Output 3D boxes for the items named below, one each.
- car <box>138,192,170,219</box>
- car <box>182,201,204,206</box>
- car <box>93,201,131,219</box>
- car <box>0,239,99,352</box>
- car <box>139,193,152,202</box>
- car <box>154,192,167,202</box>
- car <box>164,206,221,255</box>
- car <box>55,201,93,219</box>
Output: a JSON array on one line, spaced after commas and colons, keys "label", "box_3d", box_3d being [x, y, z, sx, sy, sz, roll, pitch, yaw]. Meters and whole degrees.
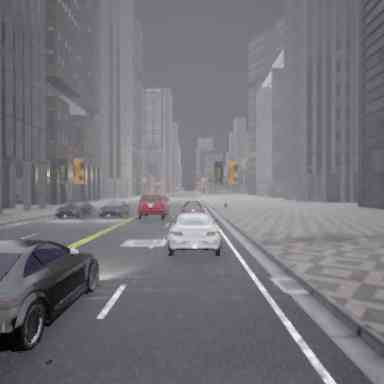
[{"label": "car", "box_3d": [-3.168, 1.154, 28.138, 2.150, 2.045, 5.566, 0, 0, 0]}, {"label": "car", "box_3d": [0.081, 1.492, 29.610, 1.994, 1.385, 4.181, 0, 0, 0]}, {"label": "car", "box_3d": [-6.614, 1.477, 29.040, 2.033, 1.411, 5.357, 0, 0, 0]}, {"label": "car", "box_3d": [-3.170, 1.553, 6.144, 1.994, 1.385, 4.181, 0, 0, 0]}, {"label": "car", "box_3d": [-9.788, 1.089, 69.740, 2.097, 1.767, 4.553, 0, 0, 0]}, {"label": "car", "box_3d": [-6.537, 0.959, 69.680, 2.150, 2.045, 5.566, 0, 0, 0]}, {"label": "car", "box_3d": [0.089, 1.501, 13.014, 1.812, 1.442, 4.674, 0, 0, 0]}, {"label": "car", "box_3d": [-9.866, 1.479, 28.529, 2.033, 1.411, 5.357, 0, 0, 0]}]
